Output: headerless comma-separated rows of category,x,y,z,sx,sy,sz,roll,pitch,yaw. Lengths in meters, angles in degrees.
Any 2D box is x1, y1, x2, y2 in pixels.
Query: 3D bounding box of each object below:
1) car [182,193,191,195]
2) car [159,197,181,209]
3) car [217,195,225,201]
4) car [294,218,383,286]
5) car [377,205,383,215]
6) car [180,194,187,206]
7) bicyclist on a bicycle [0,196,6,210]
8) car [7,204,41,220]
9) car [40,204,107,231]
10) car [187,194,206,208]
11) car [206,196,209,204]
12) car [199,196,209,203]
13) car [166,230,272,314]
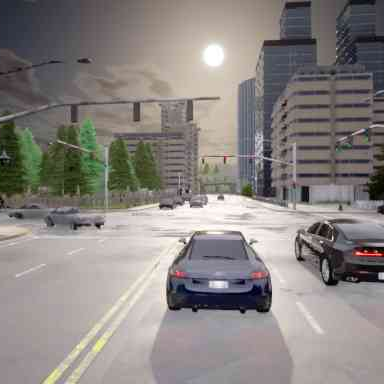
car,-1.186,1.219,67.151,2.150,2.045,5.566,0,0,5
car,-3.151,1.547,44.740,2.033,1.411,5.357,0,0,5
car,7.431,1.500,85.849,1.837,1.490,4.892,0,0,5
car,4.233,1.505,9.346,1.837,1.490,4.892,0,0,5
car,20.371,1.478,31.618,5.008,1.535,1.882,0,0,5
car,-2.300,1.547,54.778,2.033,1.411,5.357,0,0,5
bicyclist on a bicycle,-22.306,1.301,38.971,0.582,1.620,1.656,0,0,5
car,-12.265,1.601,27.114,4.718,1.301,1.895,0,0,5
car,-7.390,1.601,20.898,4.718,1.301,1.895,0,0,42
car,0.718,1.505,48.952,1.837,1.490,4.892,0,0,5
car,1.500,1.352,58.043,2.097,1.767,4.553,0,0,5
car,2.443,1.505,68.413,1.837,1.490,4.892,0,0,5
car,0.600,1.564,7.730,1.994,1.385,4.181,0,0,4
